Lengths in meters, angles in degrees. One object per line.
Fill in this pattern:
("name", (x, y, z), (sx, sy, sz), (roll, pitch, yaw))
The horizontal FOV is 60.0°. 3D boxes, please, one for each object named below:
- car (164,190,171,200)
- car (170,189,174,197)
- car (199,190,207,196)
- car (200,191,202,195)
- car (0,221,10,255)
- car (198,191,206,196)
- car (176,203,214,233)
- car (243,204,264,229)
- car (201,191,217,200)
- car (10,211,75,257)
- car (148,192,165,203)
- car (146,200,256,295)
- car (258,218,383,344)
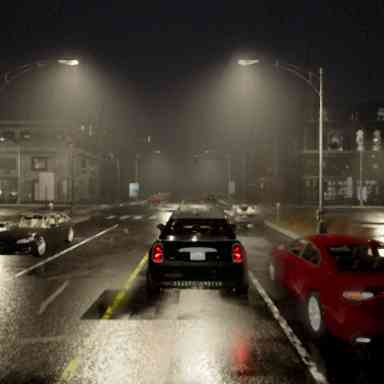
("car", (-5.566, 0.772, 61.200), (2.008, 1.369, 4.403), (0, 1, 0))
("car", (-5.544, 0.522, 72.242), (1.967, 1.590, 4.097), (0, 1, 0))
("car", (2.869, 0.317, 88.776), (1.967, 1.590, 4.097), (0, 1, 0))
("car", (2.814, 0.803, 61.170), (1.802, 1.307, 4.206), (0, 1, 0))
("car", (-5.672, 1.357, 6.389), (1.967, 1.590, 4.097), (0, 1, 0))
("car", (2.879, 0.359, 94.300), (2.008, 1.369, 4.403), (0, 1, 0))
("car", (0.128, 1.359, 18.836), (1.895, 1.301, 4.718), (0, 1, 0))
("car", (2.730, 1.323, 17.740), (2.008, 1.369, 4.403), (0, 1, 0))
("car", (2.793, 0.927, 50.128), (1.947, 1.339, 4.313), (0, 1, 0))
("car", (-5.662, 1.395, 12.082), (2.008, 1.369, 4.403), (0, 1, 0))
("car", (-5.587, 0.942, 50.158), (1.802, 1.307, 4.206), (0, 1, 0))
("car", (0.117, 1.240, 8.613), (2.097, 1.767, 4.553), (0, 1, 0))
("car", (2.707, 1.462, 6.357), (1.887, 1.381, 4.507), (0, 1, 0))
